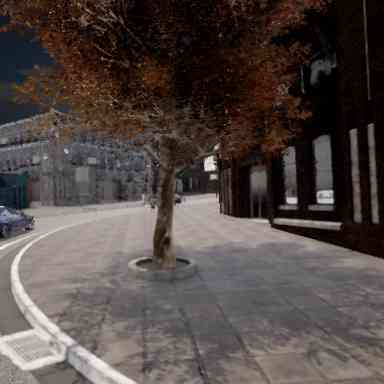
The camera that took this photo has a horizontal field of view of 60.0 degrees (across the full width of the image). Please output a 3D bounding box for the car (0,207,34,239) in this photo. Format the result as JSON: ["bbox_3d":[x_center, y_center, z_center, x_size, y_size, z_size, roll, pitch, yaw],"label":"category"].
[{"bbox_3d":[-9.466,1.448,16.359,1.812,1.442,4.674,-2,1,-5],"label":"car"}]

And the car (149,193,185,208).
[{"bbox_3d":[-2.579,0.786,35.092,2.128,1.511,4.902,-3,1,31],"label":"car"}]
